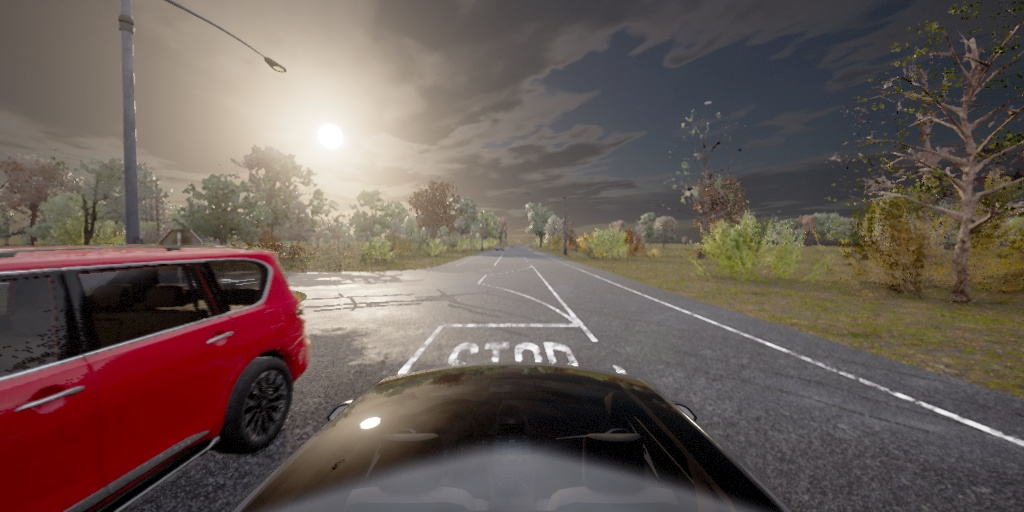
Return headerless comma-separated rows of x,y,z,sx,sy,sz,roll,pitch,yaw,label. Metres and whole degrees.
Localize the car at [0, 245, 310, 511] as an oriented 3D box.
-3.514,0.964,2.045,2.150,2.045,5.566,0,2,0,car
